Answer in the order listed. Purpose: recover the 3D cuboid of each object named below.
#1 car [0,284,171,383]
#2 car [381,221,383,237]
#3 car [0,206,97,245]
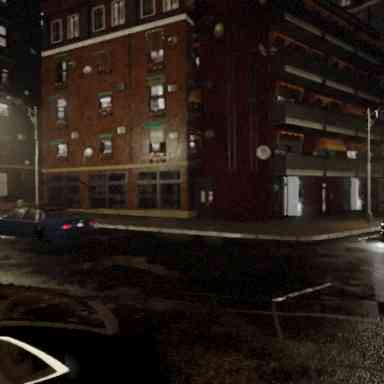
[{"bbox_3d":[-2.453,1.512,1.960,4.892,1.490,1.837,0,0,-36],"label":"car"},{"bbox_3d":[10.727,1.398,15.679,4.892,1.490,1.837,0,0,-37],"label":"car"},{"bbox_3d":[-6.544,1.294,14.055,5.357,1.411,2.033,1,1,27],"label":"car"}]
